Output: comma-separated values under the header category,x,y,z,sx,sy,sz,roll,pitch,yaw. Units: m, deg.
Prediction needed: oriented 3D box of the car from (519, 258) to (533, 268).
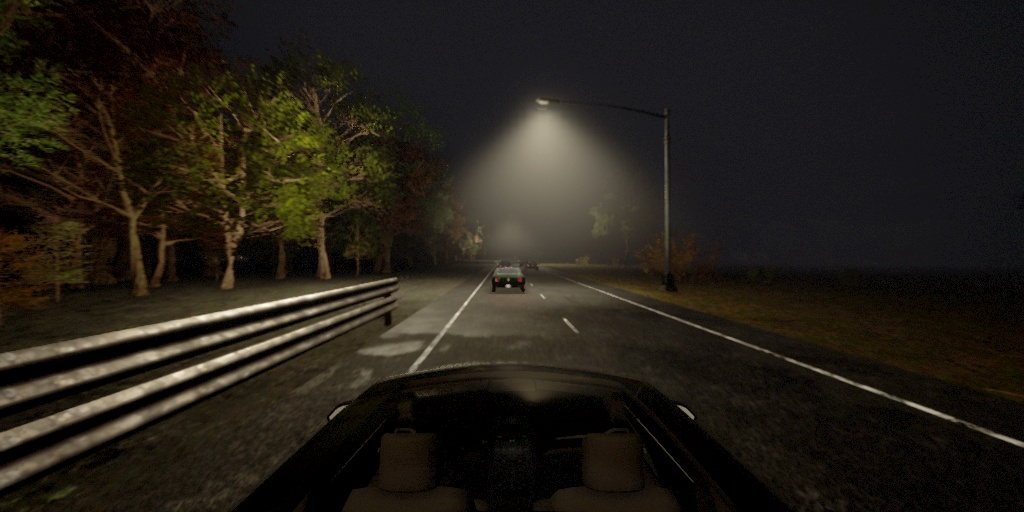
category,x,y,z,sx,sy,sz,roll,pitch,yaw
car,2.275,1.174,60.882,2.128,1.511,4.902,0,0,-1

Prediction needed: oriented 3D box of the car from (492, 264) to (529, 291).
category,x,y,z,sx,sy,sz,roll,pitch,yaw
car,-0.234,1.339,21.604,1.895,1.301,4.718,0,0,-1

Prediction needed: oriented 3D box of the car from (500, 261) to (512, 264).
category,x,y,z,sx,sy,sz,roll,pitch,yaw
car,-0.768,1.264,44.642,2.033,1.411,5.357,0,0,-1

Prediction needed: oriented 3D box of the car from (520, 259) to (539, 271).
category,x,y,z,sx,sy,sz,roll,pitch,yaw
car,2.561,1.245,47.771,2.033,1.411,5.357,0,0,-1
